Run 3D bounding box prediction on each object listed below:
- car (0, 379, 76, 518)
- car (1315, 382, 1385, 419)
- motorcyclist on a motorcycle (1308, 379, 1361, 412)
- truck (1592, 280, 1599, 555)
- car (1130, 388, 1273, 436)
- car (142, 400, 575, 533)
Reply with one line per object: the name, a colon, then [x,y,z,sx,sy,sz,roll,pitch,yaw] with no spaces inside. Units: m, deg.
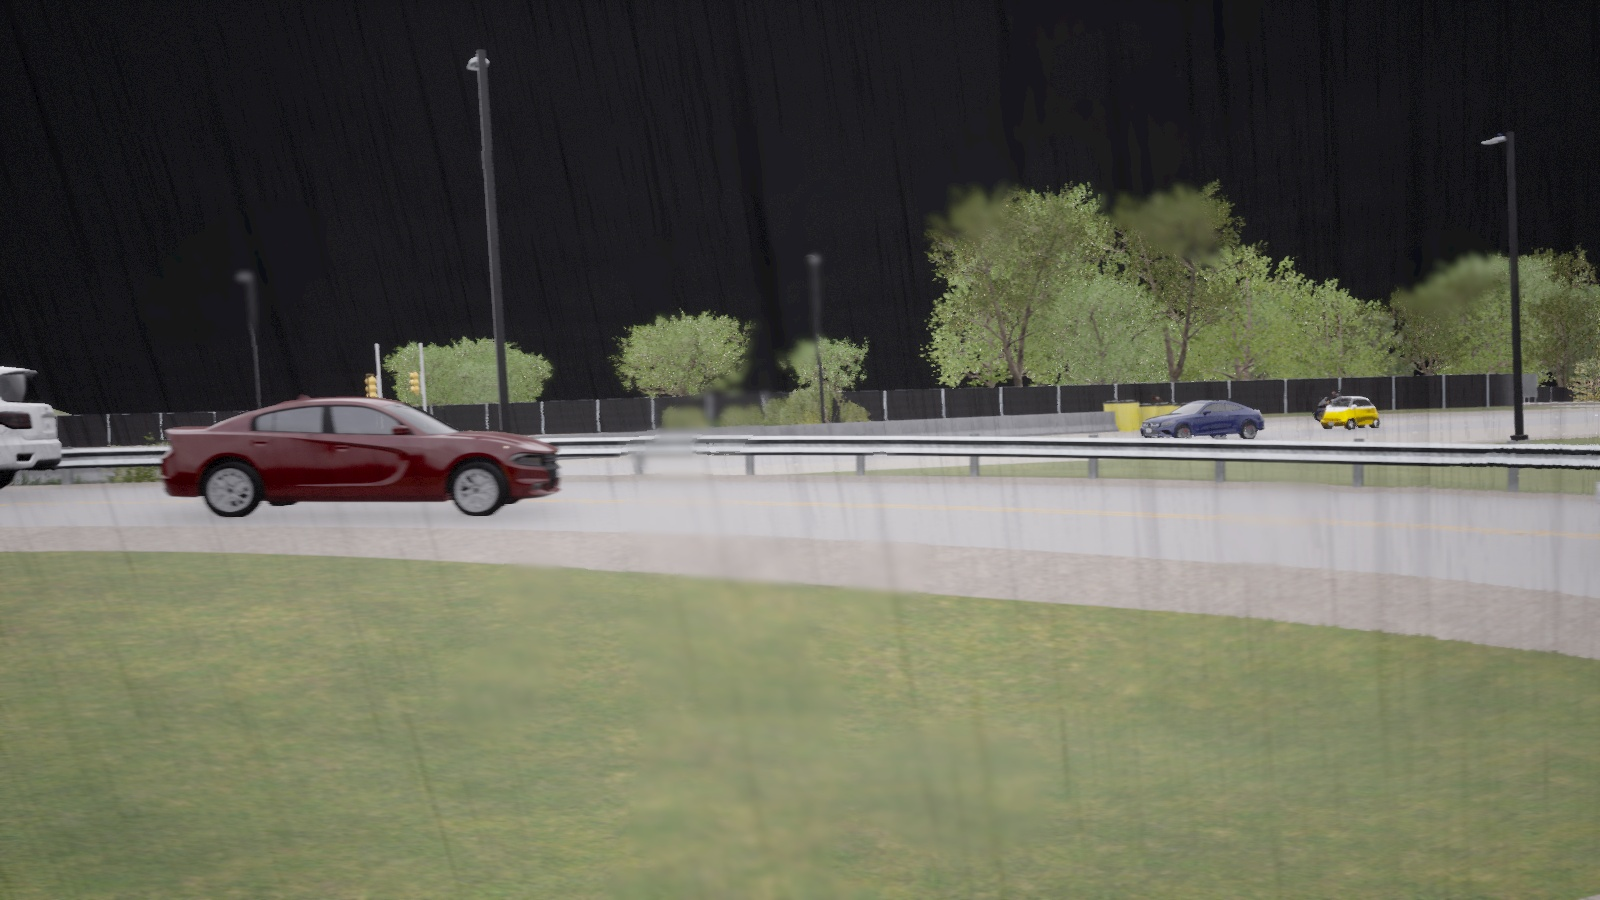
car: [-14.415,0.044,19.016,5.566,2.045,2.150,-2,2,-16]
car: [22.636,-2.027,51.677,2.207,1.376,1.481,-4,2,-21]
motorcyclist on a motorcycle: [26.300,-2.685,61.767,2.191,1.530,0.866,-3,2,-2]
truck: [9.665,-0.319,10.345,5.204,2.467,2.627,1,5,30]
car: [14.264,-1.346,44.612,4.674,1.442,1.812,-4,2,-21]
car: [-5.653,0.163,16.584,5.008,1.535,1.882,-1,3,-2]
